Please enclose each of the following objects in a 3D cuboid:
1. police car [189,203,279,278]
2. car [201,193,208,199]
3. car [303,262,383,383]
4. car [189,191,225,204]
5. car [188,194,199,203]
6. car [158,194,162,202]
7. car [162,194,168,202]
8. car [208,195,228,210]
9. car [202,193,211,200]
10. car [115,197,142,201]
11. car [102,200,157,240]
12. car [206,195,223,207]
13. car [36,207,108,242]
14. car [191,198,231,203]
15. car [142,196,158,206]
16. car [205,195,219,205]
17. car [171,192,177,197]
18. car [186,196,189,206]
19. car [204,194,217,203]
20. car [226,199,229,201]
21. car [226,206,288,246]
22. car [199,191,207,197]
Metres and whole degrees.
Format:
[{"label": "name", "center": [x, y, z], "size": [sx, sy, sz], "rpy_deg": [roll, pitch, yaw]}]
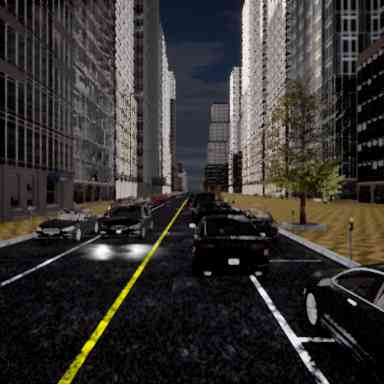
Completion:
[{"label": "police car", "center": [0.953, 1.343, 10.045], "size": [1.930, 1.638, 5.238], "rpy_deg": [0, 0, 0]}, {"label": "car", "center": [3.156, 0.864, 83.791], "size": [1.752, 1.417, 4.829], "rpy_deg": [0, 0, 0]}, {"label": "car", "center": [2.716, 1.517, 3.980], "size": [2.008, 1.369, 4.403], "rpy_deg": [0, 0, 0]}, {"label": "car", "center": [1.041, 1.015, 25.963], "size": [2.150, 2.045, 5.566], "rpy_deg": [0, 0, 0]}, {"label": "car", "center": [0.313, 1.048, 57.177], "size": [1.837, 1.490, 4.892], "rpy_deg": [0, 0, 0]}, {"label": "car", "center": [-5.445, 1.192, 43.868], "size": [1.887, 1.381, 4.507], "rpy_deg": [0, 0, 0]}, {"label": "car", "center": [-5.351, 1.058, 60.935], "size": [1.887, 1.381, 4.507], "rpy_deg": [0, 0, 0]}, {"label": "car", "center": [2.904, 1.133, 38.110], "size": [1.967, 1.590, 4.097], "rpy_deg": [0, 0, 0]}, {"label": "car", "center": [3.092, 0.993, 72.243], "size": [1.947, 1.339, 4.313], "rpy_deg": [0, 0, 0]}, {"label": "car", "center": [-5.538, 1.223, 26.802], "size": [1.967, 1.590, 4.097], "rpy_deg": [0, 0, 0]}, {"label": "car", "center": [-3.013, 1.373, 16.157], "size": [1.837, 1.490, 4.892], "rpy_deg": [0, 0, 0]}, {"label": "car", "center": [2.935, 1.192, 43.800], "size": [1.887, 1.381, 4.507], "rpy_deg": [0, 0, 0]}, {"label": "car", "center": [-5.602, 1.425, 15.424], "size": [2.008, 1.369, 4.403], "rpy_deg": [0, 0, 0]}, {"label": "car", "center": [1.007, 1.343, 19.936], "size": [1.837, 1.490, 4.892], "rpy_deg": [0, 0, 0]}, {"label": "car", "center": [-5.476, 1.243, 38.180], "size": [2.008, 1.369, 4.403], "rpy_deg": [0, 0, 0]}, {"label": "car", "center": [2.967, 1.185, 49.490], "size": [1.802, 1.307, 4.206], "rpy_deg": [0, 0, 0]}, {"label": "car", "center": [-5.163, 0.804, 95.068], "size": [2.008, 1.369, 4.403], "rpy_deg": [0, 0, 0]}, {"label": "car", "center": [0.279, 1.128, 46.895], "size": [1.837, 1.490, 4.892], "rpy_deg": [0, 0, 1]}, {"label": "car", "center": [2.998, 1.109, 55.178], "size": [2.008, 1.369, 4.403], "rpy_deg": [0, 0, 0]}, {"label": "car", "center": [2.873, 1.289, 32.423], "size": [2.008, 1.369, 4.403], "rpy_deg": [0, 0, 0]}, {"label": "car", "center": [2.779, 1.425, 15.357], "size": [2.008, 1.369, 4.403], "rpy_deg": [0, 0, 0]}, {"label": "car", "center": [3.219, 0.569, 94.997], "size": [2.192, 1.841, 5.009], "rpy_deg": [0, 0, 0]}]
